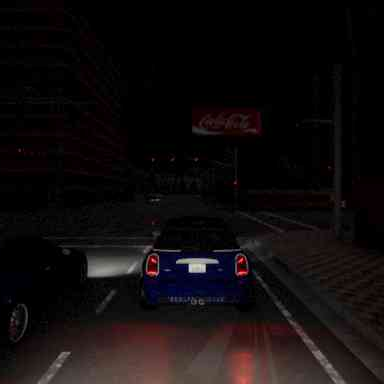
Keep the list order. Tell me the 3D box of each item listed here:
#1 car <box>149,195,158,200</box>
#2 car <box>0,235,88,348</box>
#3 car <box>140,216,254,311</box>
[{"bbox_3d":[-10.968,1.510,94.733,1.994,1.385,4.181,0,0,-16],"label":"car"},{"bbox_3d":[-3.417,1.523,6.140,1.812,1.442,4.674,0,0,0],"label":"car"},{"bbox_3d":[0.089,1.348,7.934,2.097,1.767,4.553,0,0,0],"label":"car"}]
